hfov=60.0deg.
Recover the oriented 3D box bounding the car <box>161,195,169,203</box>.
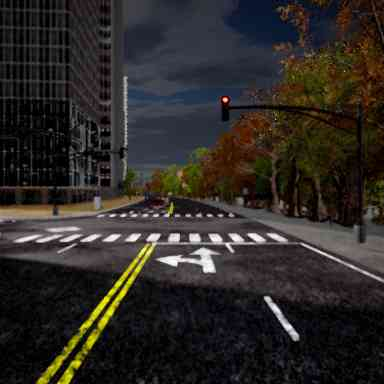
[{"bbox_3d":[-5.855,1.375,68.556,2.097,1.767,4.553,0,0,-4],"label":"car"}]

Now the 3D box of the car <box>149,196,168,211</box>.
[{"bbox_3d":[-4.184,1.577,40.827,1.812,1.442,4.674,0,1,-3],"label":"car"}]
